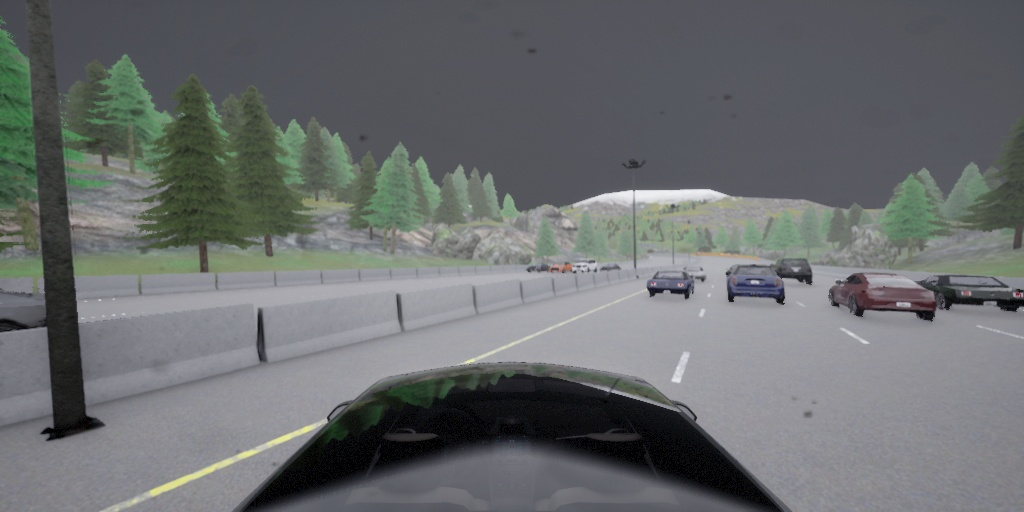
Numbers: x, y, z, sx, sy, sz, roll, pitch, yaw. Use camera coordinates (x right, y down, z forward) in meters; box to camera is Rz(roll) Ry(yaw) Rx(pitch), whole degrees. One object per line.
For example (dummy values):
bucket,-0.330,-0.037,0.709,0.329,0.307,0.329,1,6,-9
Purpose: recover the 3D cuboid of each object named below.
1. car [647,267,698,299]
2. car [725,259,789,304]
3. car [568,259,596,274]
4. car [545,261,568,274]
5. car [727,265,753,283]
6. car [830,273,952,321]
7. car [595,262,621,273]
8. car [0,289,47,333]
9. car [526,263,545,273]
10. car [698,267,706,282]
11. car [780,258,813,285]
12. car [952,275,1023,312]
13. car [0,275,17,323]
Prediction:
car,8.527,1.439,19.009,1.895,1.301,4.718,0,-1,31
car,11.567,1.181,17.275,2.097,1.767,4.553,0,-1,31
car,10.139,1.393,49.510,2.150,2.045,5.566,0,-1,31
car,6.996,1.543,51.077,2.097,1.767,4.553,0,-1,31
car,20.415,1.545,32.283,1.812,1.442,4.674,0,-1,30
car,12.995,1.320,12.804,1.812,1.442,4.674,0,-1,31
car,13.166,1.723,47.752,2.033,1.411,5.357,0,-1,31
car,-11.450,1.277,6.193,2.128,1.511,4.902,0,0,31
car,4.017,1.752,52.911,2.033,1.411,5.357,0,-1,31
car,16.598,1.611,32.698,1.895,1.301,4.718,0,-1,31
car,22.621,1.210,29.133,2.150,2.045,5.566,0,-1,31
car,18.162,1.418,14.677,1.895,1.301,4.718,0,-1,31
car,-17.687,1.354,9.396,2.033,1.411,5.357,0,0,31
